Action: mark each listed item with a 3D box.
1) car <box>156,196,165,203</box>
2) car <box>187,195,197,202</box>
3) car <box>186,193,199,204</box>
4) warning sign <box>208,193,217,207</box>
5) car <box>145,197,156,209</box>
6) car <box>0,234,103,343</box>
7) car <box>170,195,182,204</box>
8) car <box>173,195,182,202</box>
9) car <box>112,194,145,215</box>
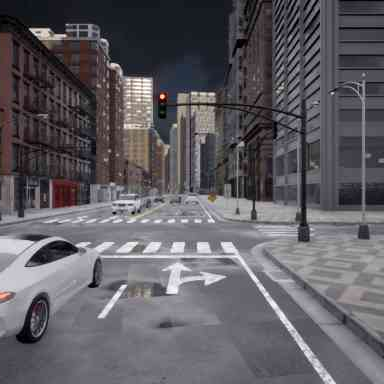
[{"bbox_3d":[-6.514,1.513,66.456,2.033,1.411,5.357,0,0,0],"label":"car"},{"bbox_3d":[0.005,1.385,72.843,2.033,1.411,5.357,0,0,0],"label":"car"},{"bbox_3d":[0.051,1.190,62.339,2.150,2.045,5.566,0,0,0],"label":"car"},{"bbox_3d":[2.851,1.099,46.330,1.300,1.860,1.060,0,0,0],"label":"warning sign"},{"bbox_3d":[-6.596,1.475,44.791,2.128,1.511,4.902,0,0,0],"label":"car"},{"bbox_3d":[-3.152,1.526,6.317,1.812,1.442,4.674,0,0,2],"label":"car"},{"bbox_3d":[-3.144,1.515,63.119,2.033,1.411,5.357,0,0,0],"label":"car"},{"bbox_3d":[-3.236,1.461,73.716,1.837,1.490,4.892,0,0,0],"label":"car"},{"bbox_3d":[-6.602,1.216,34.062,2.150,2.045,5.566,0,0,0],"label":"car"}]
